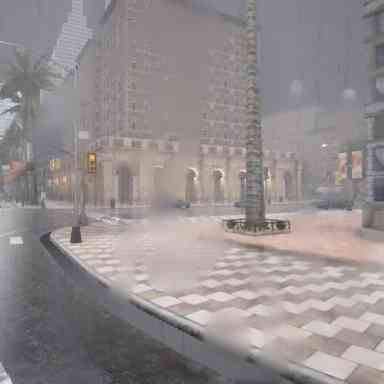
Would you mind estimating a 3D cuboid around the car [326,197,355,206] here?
[{"bbox_3d":[24.670,1.506,55.162,4.892,1.490,1.837,0,0,-30],"label":"car"}]

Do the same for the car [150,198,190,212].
[{"bbox_3d":[-2.576,1.492,39.399,4.902,1.511,2.128,0,0,-28],"label":"car"}]

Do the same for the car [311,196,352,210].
[{"bbox_3d":[17.685,1.547,42.793,5.357,1.411,2.033,0,0,-30],"label":"car"}]

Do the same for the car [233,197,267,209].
[{"bbox_3d":[7.681,1.564,45.326,4.181,1.385,1.994,0,0,-30],"label":"car"}]
